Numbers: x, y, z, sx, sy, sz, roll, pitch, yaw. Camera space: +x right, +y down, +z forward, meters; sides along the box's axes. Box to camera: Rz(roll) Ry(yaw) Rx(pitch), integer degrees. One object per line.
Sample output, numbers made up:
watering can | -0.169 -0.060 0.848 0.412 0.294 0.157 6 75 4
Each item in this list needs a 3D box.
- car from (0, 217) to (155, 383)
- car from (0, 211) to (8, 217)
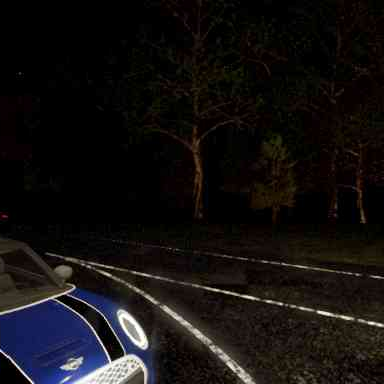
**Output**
car | -2.570 1.337 3.717 4.553 1.767 2.097 1 0 36
car | -12.863 1.426 19.811 5.357 1.411 2.033 0 0 37
